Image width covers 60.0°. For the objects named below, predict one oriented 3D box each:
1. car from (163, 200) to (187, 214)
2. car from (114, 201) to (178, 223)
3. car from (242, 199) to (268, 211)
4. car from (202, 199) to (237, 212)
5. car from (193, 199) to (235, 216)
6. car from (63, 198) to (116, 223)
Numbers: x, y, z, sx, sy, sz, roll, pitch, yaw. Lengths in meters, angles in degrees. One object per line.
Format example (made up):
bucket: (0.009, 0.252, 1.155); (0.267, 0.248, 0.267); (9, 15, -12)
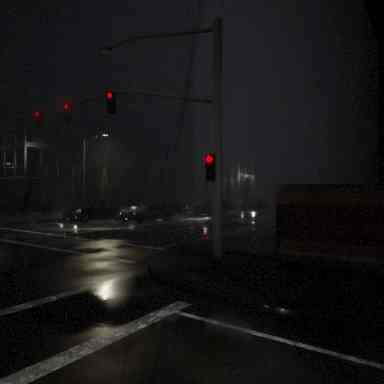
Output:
car: (-2.426, 1.560, 33.458); (1.837, 1.490, 4.892); (0, 0, 36)
car: (-3.479, 1.656, 25.975); (1.895, 1.301, 4.718); (0, 0, 36)
car: (8.008, 1.581, 41.997); (1.812, 1.442, 4.674); (0, 0, 36)
car: (3.529, 1.603, 41.776); (2.033, 1.411, 5.357); (0, 0, 35)
car: (2.037, 1.533, 33.678); (1.882, 1.535, 5.008); (0, 0, 35)
car: (-7.744, 1.407, 26.025); (2.097, 1.767, 4.553); (0, 0, 36)
